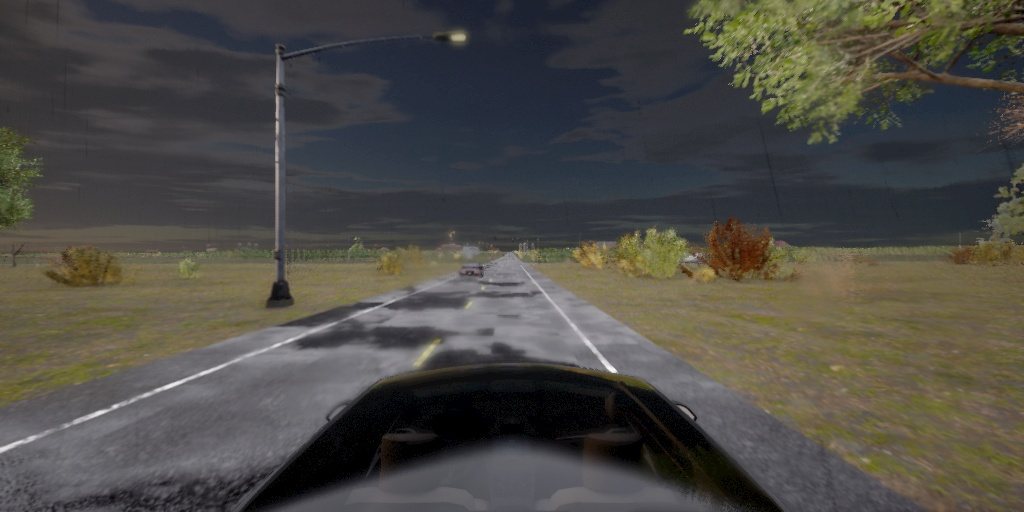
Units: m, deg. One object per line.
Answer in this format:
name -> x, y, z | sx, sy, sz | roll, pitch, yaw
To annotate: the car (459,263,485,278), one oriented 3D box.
car -> -3.594, 1.297, 32.828 | 1.994, 1.385, 4.181 | 0, 0, 0
